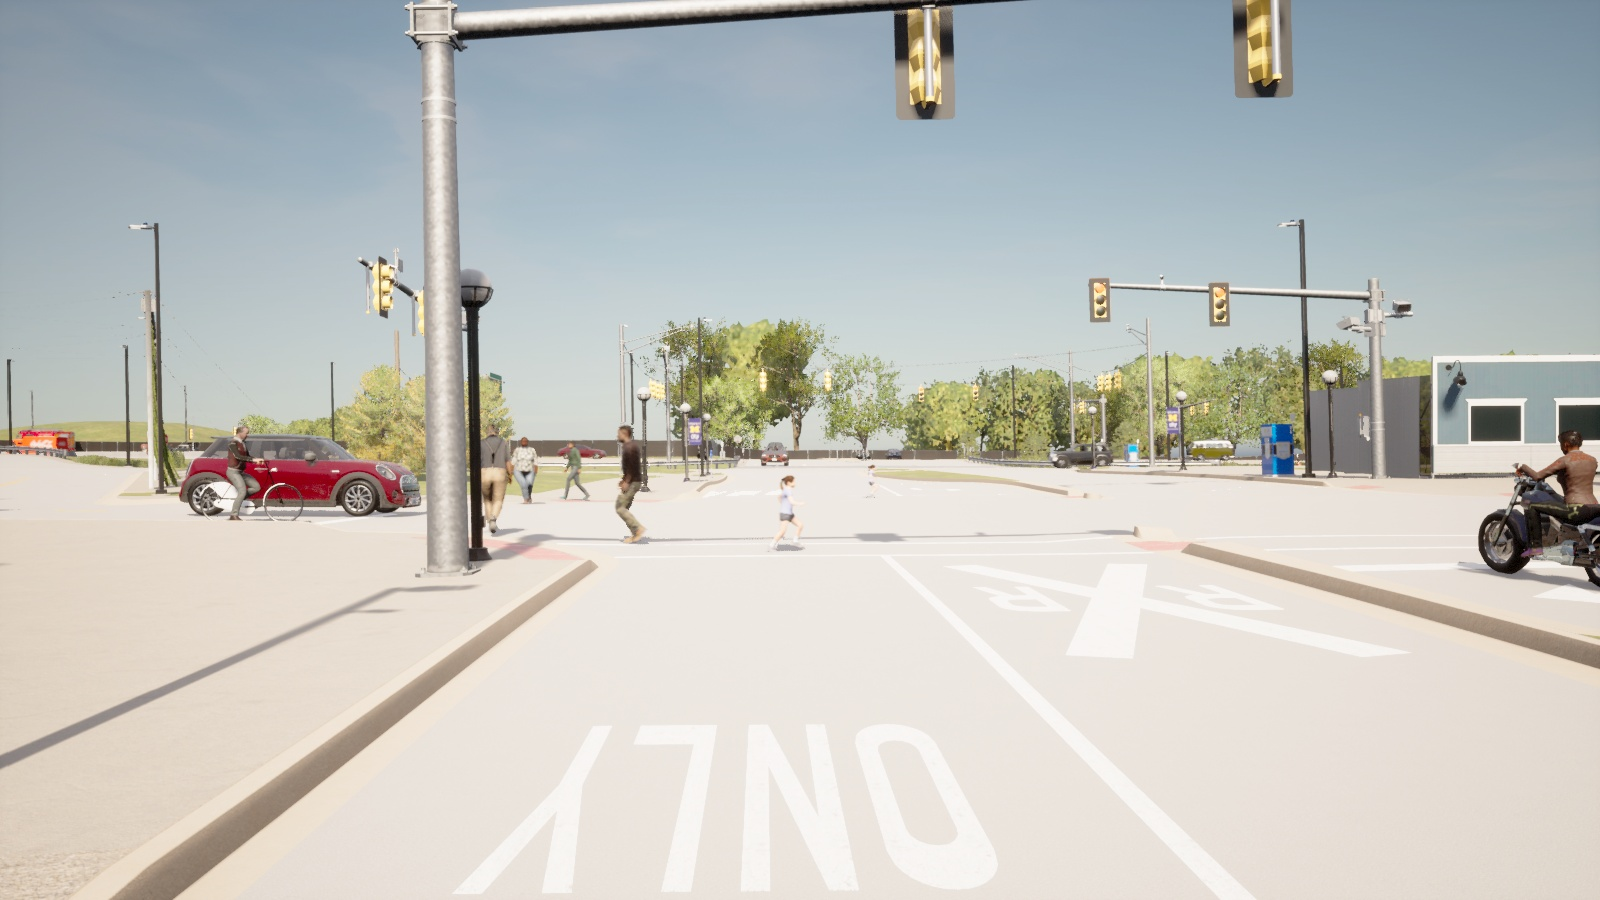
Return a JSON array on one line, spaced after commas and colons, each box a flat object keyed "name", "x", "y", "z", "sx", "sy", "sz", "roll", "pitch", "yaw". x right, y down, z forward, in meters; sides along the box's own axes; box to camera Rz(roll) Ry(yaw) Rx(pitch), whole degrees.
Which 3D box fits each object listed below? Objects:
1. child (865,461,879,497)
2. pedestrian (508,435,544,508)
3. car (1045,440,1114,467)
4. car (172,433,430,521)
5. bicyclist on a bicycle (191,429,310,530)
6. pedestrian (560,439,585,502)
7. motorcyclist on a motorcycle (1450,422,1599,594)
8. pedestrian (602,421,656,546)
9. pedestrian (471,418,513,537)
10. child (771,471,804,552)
[{"name": "child", "x": 2.242, "y": 0.913, "z": 39.158, "sx": 0.394, "sy": 1.110, "sz": 0.255, "roll": -2, "pitch": -1, "yaw": -2}, {"name": "pedestrian", "x": -7.248, "y": 0.565, "z": 33.232, "sx": 0.874, "sy": 1.855, "sz": 0.900, "roll": -2, "pitch": -1, "yaw": -12}, {"name": "car", "x": 20.295, "y": 0.275, "z": 91.253, "sx": 4.605, "sy": 1.855, "sz": 1.932, "roll": -1, "pitch": 0, "yaw": 3}, {"name": "car", "x": -10.303, "y": 0.550, "z": 26.207, "sx": 4.553, "sy": 1.767, "sz": 2.097, "roll": 0, "pitch": -1, "yaw": -2}, {"name": "bicyclist on a bicycle", "x": -9.852, "y": 0.525, "z": 22.564, "sx": 1.843, "sy": 1.776, "sz": 0.659, "roll": 0, "pitch": -1, "yaw": -2}, {"name": "pedestrian", "x": -6.785, "y": 0.622, "z": 37.368, "sx": 0.614, "sy": 1.847, "sz": 0.353, "roll": -2, "pitch": -1, "yaw": -23}, {"name": "motorcyclist on a motorcycle", "x": 7.964, "y": 0.535, "z": 13.254, "sx": 0.766, "sy": 1.649, "sz": 2.350, "roll": -1, "pitch": 1, "yaw": -6}, {"name": "pedestrian", "x": -2.563, "y": 0.495, "z": 18.869, "sx": 0.703, "sy": 1.840, "sz": 0.431, "roll": -2, "pitch": -1, "yaw": -1}, {"name": "pedestrian", "x": -4.912, "y": 0.438, "z": 20.028, "sx": 0.540, "sy": 1.848, "sz": 0.694, "roll": -2, "pitch": -1, "yaw": -9}, {"name": "child", "x": -0.167, "y": 0.854, "z": 17.475, "sx": 0.394, "sy": 1.110, "sz": 0.255, "roll": -2, "pitch": -1, "yaw": 6}]
